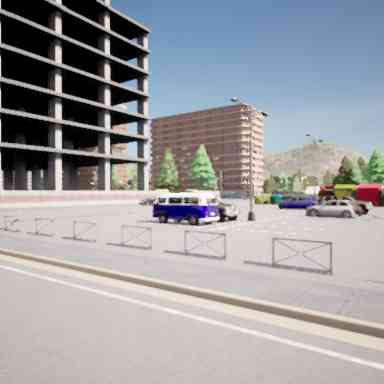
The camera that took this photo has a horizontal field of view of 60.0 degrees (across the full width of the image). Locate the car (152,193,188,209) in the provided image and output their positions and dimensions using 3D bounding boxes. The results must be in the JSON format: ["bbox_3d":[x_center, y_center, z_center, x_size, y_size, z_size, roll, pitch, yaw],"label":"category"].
[{"bbox_3d":[-3.569,1.236,56.021,2.150,2.045,5.566,0,0,36],"label":"car"}]

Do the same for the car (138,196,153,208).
[{"bbox_3d":[-7.133,1.511,57.055,2.128,1.511,4.902,0,0,36],"label":"car"}]

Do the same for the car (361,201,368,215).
[{"bbox_3d":[13.032,1.376,29.491,3.905,1.438,1.784,0,0,36],"label":"car"}]

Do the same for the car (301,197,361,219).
[{"bbox_3d":[11.342,1.408,27.141,3.806,1.475,1.970,0,0,36],"label":"car"}]

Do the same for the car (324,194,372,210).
[{"bbox_3d":[14.557,1.166,31.700,4.605,1.855,1.932,0,0,36],"label":"car"}]
